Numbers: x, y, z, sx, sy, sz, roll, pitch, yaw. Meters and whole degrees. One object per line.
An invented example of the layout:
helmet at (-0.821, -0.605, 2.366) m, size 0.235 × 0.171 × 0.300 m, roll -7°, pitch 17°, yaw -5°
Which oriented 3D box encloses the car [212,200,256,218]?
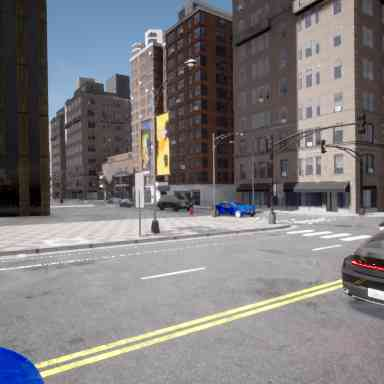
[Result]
car at (3.994, 1.577, 31.989) m, size 1.882 × 1.535 × 5.008 m, roll -1°, pitch 0°, yaw -34°

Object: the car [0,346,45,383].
car at (-3.183, 1.478, 1.171) m, size 5.008 × 1.535 × 1.882 m, roll 0°, pitch 0°, yaw -35°

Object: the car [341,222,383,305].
car at (5.135, 1.504, 7.103) m, size 4.892 × 1.490 × 1.837 m, roll 0°, pitch 0°, yaw -36°

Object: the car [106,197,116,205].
car at (-14.855, 1.726, 64.336) m, size 2.033 × 1.411 × 5.357 m, roll -1°, pitch 0°, yaw -35°

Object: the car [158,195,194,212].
car at (-2.063, 1.359, 40.590) m, size 2.150 × 2.045 × 5.566 m, roll -1°, pitch 0°, yaw -35°

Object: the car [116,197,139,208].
car at (-9.645, 1.707, 51.411) m, size 1.812 × 1.442 × 4.674 m, roll -1°, pitch 1°, yaw -35°
